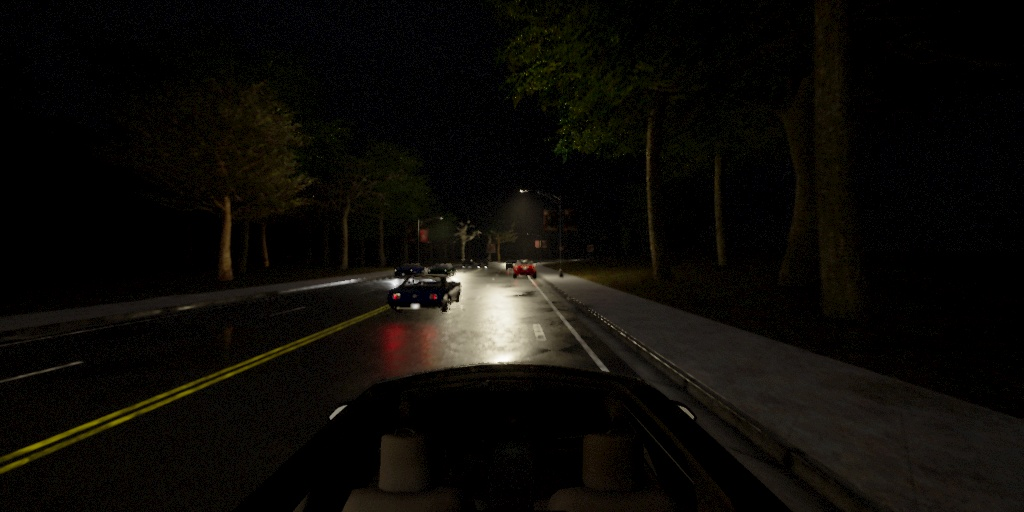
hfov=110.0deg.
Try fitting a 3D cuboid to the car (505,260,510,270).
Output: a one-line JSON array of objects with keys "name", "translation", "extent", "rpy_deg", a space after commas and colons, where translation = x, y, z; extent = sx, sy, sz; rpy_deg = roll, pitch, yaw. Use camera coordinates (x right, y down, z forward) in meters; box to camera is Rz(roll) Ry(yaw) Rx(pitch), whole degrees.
[{"name": "car", "translation": [0.017, 1.301, 52.608], "extent": [2.128, 1.511, 4.902], "rpy_deg": [0, 0, 0]}]

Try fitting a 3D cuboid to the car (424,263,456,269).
[{"name": "car", "translation": [-6.588, 1.377, 33.834], "extent": [1.895, 1.301, 4.718], "rpy_deg": [0, 0, 0]}]

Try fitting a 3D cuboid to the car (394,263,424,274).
[{"name": "car", "translation": [-9.839, 1.378, 34.636], "extent": [1.895, 1.301, 4.718], "rpy_deg": [0, 0, 0]}]

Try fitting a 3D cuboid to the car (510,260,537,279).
[{"name": "car", "translation": [1.143, 1.128, 33.316], "extent": [2.097, 1.767, 4.553], "rpy_deg": [0, 0, 0]}]

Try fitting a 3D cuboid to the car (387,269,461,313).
[{"name": "car", "translation": [-3.147, 1.357, 13.918], "extent": [1.895, 1.301, 4.718], "rpy_deg": [0, 0, 0]}]
